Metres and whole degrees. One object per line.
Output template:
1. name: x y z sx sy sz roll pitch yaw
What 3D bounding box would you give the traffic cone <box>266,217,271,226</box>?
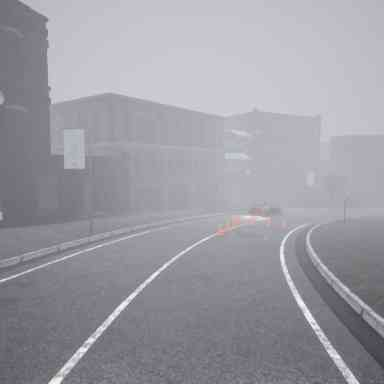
1. traffic cone: 5.161 1.994 22.449 0.340 0.580 0.340 2 1 17

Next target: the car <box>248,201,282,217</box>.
1. car: 6.946 1.540 31.438 1.994 1.385 4.181 3 1 37

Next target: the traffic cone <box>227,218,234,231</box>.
1. traffic cone: 2.063 1.926 19.234 0.340 0.580 0.340 2 1 18

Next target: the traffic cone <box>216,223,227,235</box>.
1. traffic cone: 1.463 1.926 17.327 0.340 0.580 0.340 2 0 17

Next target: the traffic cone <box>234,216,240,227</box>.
1. traffic cone: 2.663 1.925 21.142 0.340 0.580 0.340 2 1 17

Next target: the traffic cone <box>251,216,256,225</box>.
1. traffic cone: 4.207 1.958 22.744 0.340 0.580 0.340 2 1 17
